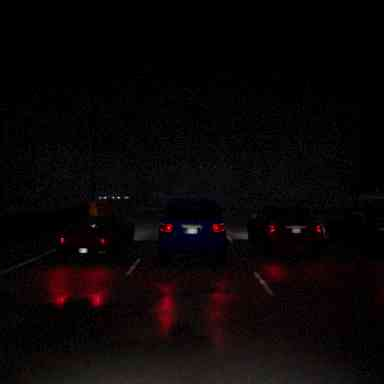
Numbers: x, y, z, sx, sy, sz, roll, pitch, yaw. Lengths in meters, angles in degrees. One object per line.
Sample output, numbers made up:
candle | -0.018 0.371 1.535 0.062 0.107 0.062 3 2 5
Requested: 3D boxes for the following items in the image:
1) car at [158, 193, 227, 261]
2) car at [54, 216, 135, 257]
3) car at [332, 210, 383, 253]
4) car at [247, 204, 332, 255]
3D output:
car | 0.037 1.201 12.362 2.150 2.045 5.566 0 1 1
car | -3.459 1.577 12.868 1.895 1.301 4.718 0 0 1
car | 7.044 1.465 13.475 2.128 1.511 4.902 0 0 0
car | 3.543 1.325 13.368 2.097 1.767 4.553 0 0 0
